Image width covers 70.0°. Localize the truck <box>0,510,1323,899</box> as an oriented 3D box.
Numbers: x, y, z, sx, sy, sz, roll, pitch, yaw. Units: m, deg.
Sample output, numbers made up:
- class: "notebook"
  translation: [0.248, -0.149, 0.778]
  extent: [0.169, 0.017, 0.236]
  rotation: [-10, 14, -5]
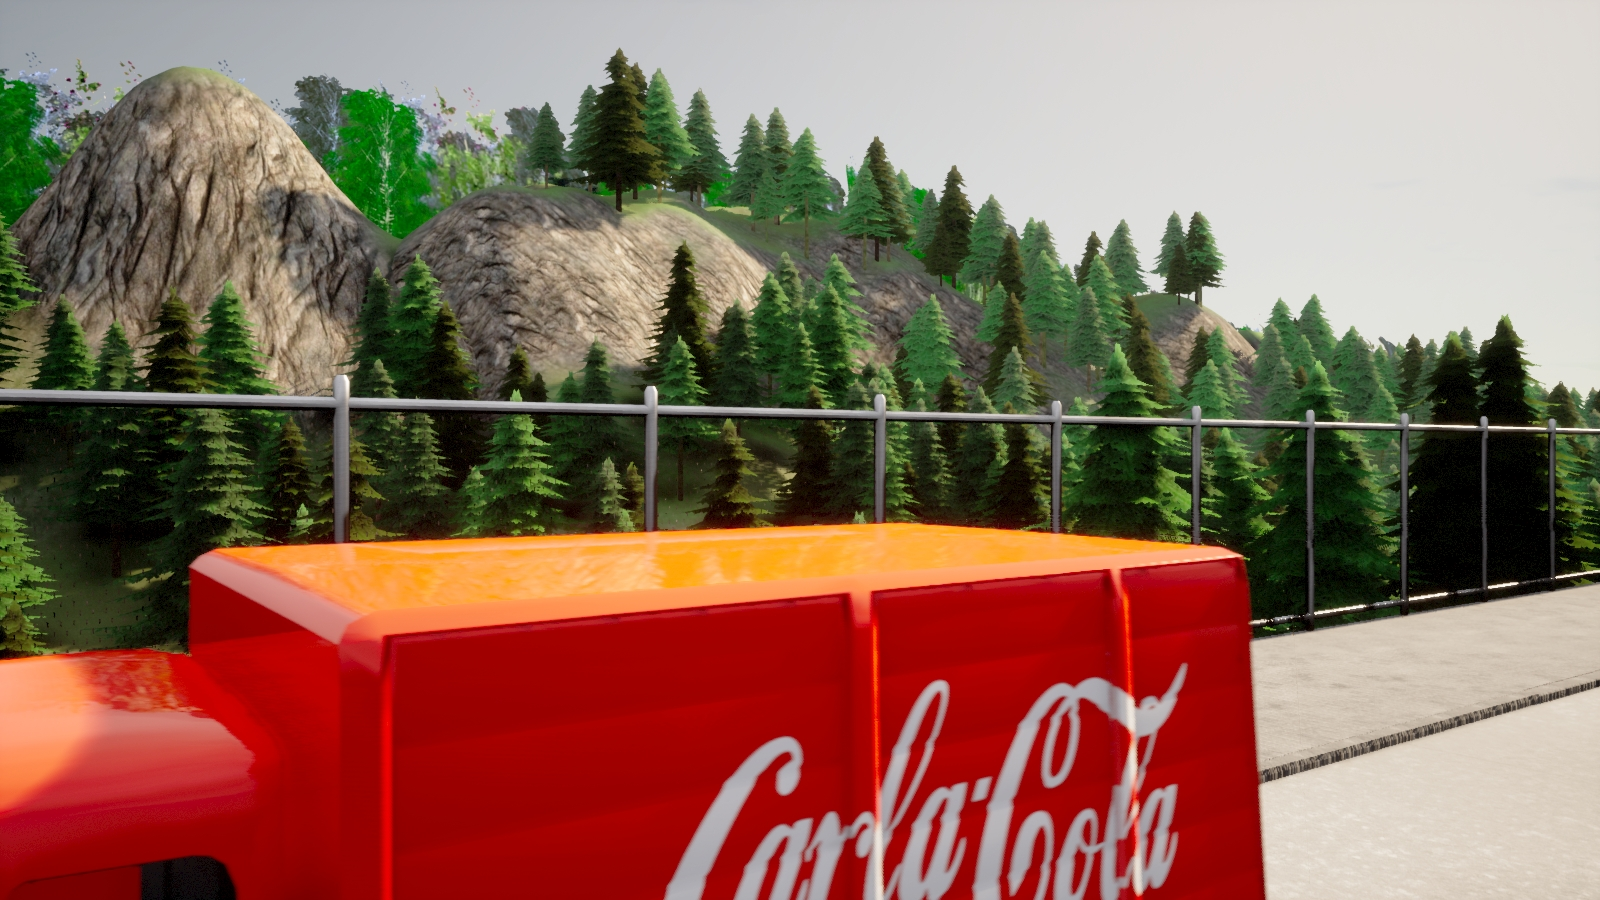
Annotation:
- class: "truck"
  translation: [-0.950, 1.568, 3.741]
  extent: [5.204, 2.467, 2.627]
  rotation: [0, 0, -36]
